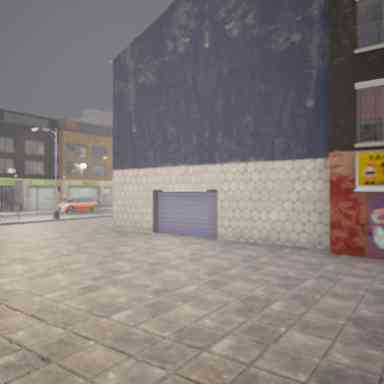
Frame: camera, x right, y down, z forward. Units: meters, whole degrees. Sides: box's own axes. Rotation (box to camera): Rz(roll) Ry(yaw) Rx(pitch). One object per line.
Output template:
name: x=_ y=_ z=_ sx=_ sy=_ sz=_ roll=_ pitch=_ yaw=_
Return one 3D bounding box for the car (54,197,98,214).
car: x=-12.325 y=1.387 z=35.449 sx=2.097 sy=1.767 sz=4.553 roll=0 pitch=0 yaw=36
